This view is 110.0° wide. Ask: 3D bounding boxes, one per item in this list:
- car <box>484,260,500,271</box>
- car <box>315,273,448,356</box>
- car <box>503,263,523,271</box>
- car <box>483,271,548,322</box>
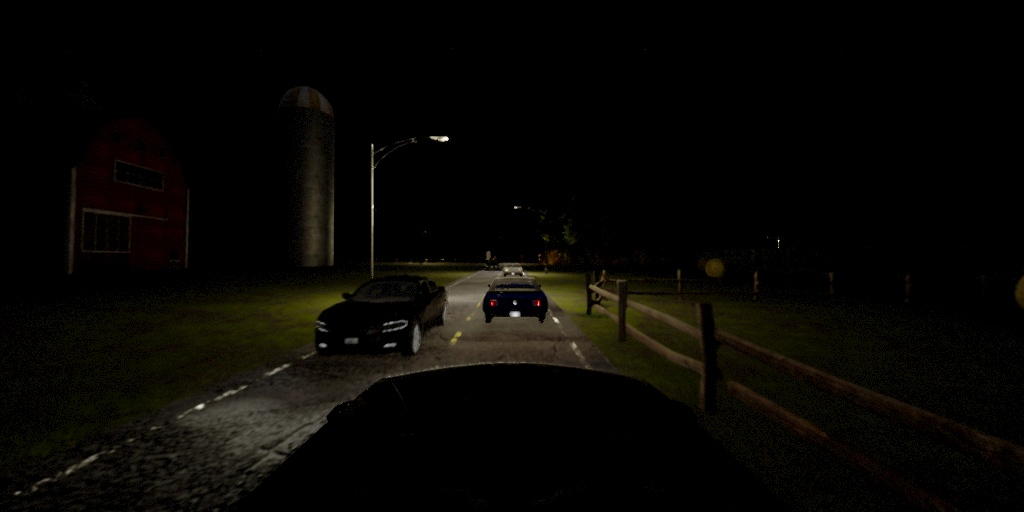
[{"bbox_3d":[-2.819,1.340,51.563,1.837,1.490,4.892,0,-1,0],"label":"car"},{"bbox_3d":[-2.852,1.237,8.864,1.882,1.535,5.008,0,0,0],"label":"car"},{"bbox_3d":[0.091,1.405,36.457,1.895,1.301,4.718,0,0,0],"label":"car"},{"bbox_3d":[0.096,1.364,12.375,1.895,1.301,4.718,0,0,0],"label":"car"}]
